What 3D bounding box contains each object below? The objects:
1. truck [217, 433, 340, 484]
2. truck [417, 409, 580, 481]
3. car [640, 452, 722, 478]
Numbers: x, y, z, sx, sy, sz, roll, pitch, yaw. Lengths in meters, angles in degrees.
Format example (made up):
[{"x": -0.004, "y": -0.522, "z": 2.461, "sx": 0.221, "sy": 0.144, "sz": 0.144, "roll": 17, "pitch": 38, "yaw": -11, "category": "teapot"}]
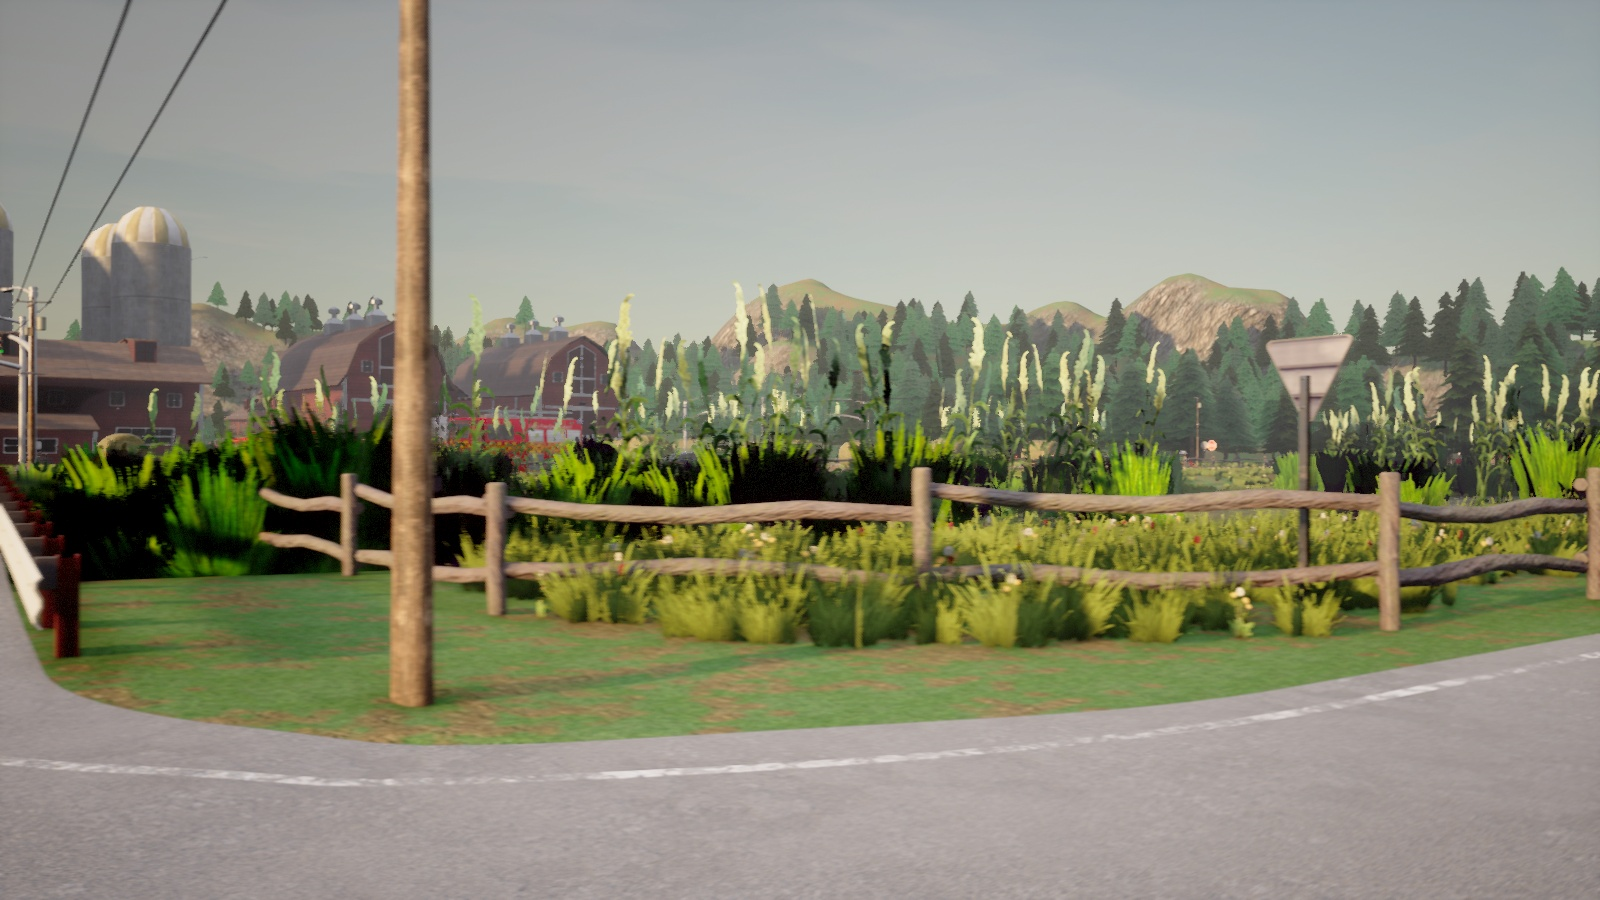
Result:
[{"x": -26.193, "y": 0.424, "z": 63.178, "sx": 5.204, "sy": 2.467, "sz": 2.627, "roll": 0, "pitch": 0, "yaw": -38, "category": "truck"}, {"x": -16.835, "y": -0.251, "z": 70.563, "sx": 8.468, "sy": 3.827, "sz": 2.891, "roll": 0, "pitch": 0, "yaw": -38, "category": "truck"}, {"x": -7.373, "y": 0.919, "z": 78.024, "sx": 4.892, "sy": 1.490, "sz": 1.837, "roll": -1, "pitch": 0, "yaw": -38, "category": "car"}]
